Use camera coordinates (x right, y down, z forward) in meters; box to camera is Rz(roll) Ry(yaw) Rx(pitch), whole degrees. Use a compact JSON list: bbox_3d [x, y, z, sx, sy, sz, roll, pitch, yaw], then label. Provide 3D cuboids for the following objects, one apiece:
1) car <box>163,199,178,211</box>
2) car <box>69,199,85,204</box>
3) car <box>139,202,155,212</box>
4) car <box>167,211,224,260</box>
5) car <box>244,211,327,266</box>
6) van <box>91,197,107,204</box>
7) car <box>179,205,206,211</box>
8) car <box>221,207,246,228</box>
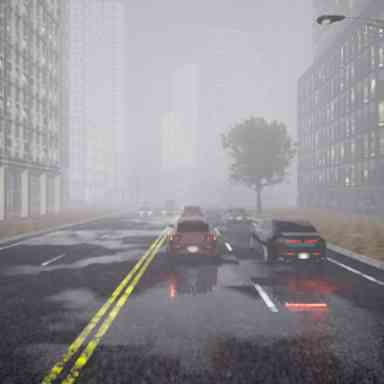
[{"bbox_3d":[-3.322,1.939,51.338,2.097,1.767,4.553,0,0,0],"label":"car"},{"bbox_3d":[-28.180,2.270,80.470,4.507,1.381,1.887,0,0,1],"label":"car"},{"bbox_3d":[-6.584,2.110,48.923,2.033,1.411,5.357,0,-1,0],"label":"car"},{"bbox_3d":[0.051,1.683,12.976,1.812,1.442,4.674,0,0,0],"label":"car"},{"bbox_3d":[3.298,1.654,12.182,1.837,1.490,4.892,0,-1,1],"label":"car"},{"bbox_3d":[-22.641,2.091,80.424,3.998,1.788,1.690,0,0,1],"label":"van"},{"bbox_3d":[0.050,1.831,27.230,1.837,1.490,4.892,0,0,1],"label":"car"},{"bbox_3d":[3.275,1.847,25.033,2.033,1.411,5.357,0,-1,0],"label":"car"}]
